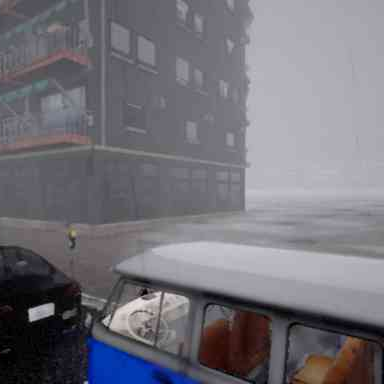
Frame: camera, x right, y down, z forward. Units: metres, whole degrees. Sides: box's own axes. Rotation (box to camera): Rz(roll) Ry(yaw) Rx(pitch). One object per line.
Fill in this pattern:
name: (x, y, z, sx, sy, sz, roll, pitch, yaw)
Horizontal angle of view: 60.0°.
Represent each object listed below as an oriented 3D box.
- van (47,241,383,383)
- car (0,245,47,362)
van: (0.987, 1.341, 2.173, 3.998, 1.788, 1.690, 0, 0, 35)
car: (-3.603, 1.559, 5.444, 4.313, 1.339, 1.947, 0, 0, 35)
